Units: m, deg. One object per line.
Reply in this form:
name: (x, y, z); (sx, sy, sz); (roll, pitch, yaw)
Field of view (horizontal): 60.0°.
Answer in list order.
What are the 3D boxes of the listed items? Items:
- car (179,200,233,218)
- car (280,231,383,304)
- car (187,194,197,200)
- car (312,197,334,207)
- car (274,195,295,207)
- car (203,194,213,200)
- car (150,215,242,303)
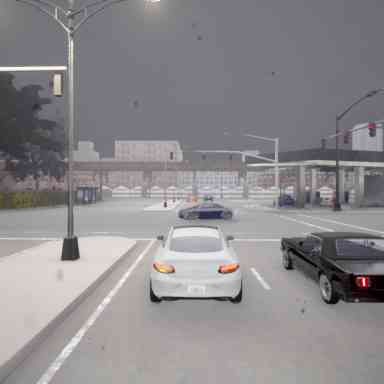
car: (1.052, 1.533, 25.773); (4.181, 1.385, 1.994); (0, 0, -14)
car: (3.588, 1.599, 8.057); (1.895, 1.301, 4.718); (0, 0, 0)
car: (0.006, 1.250, 72.260); (2.097, 1.767, 4.553); (0, 0, 0)
car: (18.960, 1.434, 48.377); (1.970, 1.475, 3.806); (0, 0, 0)
car: (13.215, 1.262, 47.615); (2.242, 1.667, 4.611); (0, 0, 0)
car: (3.506, 1.257, 72.261); (2.097, 1.767, 4.553); (0, 0, 0)
car: (0.083, 1.517, 8.073); (1.812, 1.442, 4.674); (0, 0, 0)
